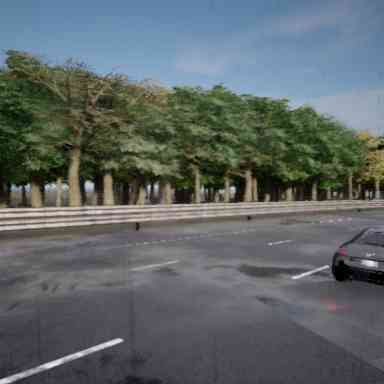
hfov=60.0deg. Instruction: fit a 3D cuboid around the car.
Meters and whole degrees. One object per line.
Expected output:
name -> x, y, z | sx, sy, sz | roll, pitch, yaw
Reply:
car -> 5.444, 1.596, 8.890 | 4.181, 1.385, 1.994 | 1, 0, -44
